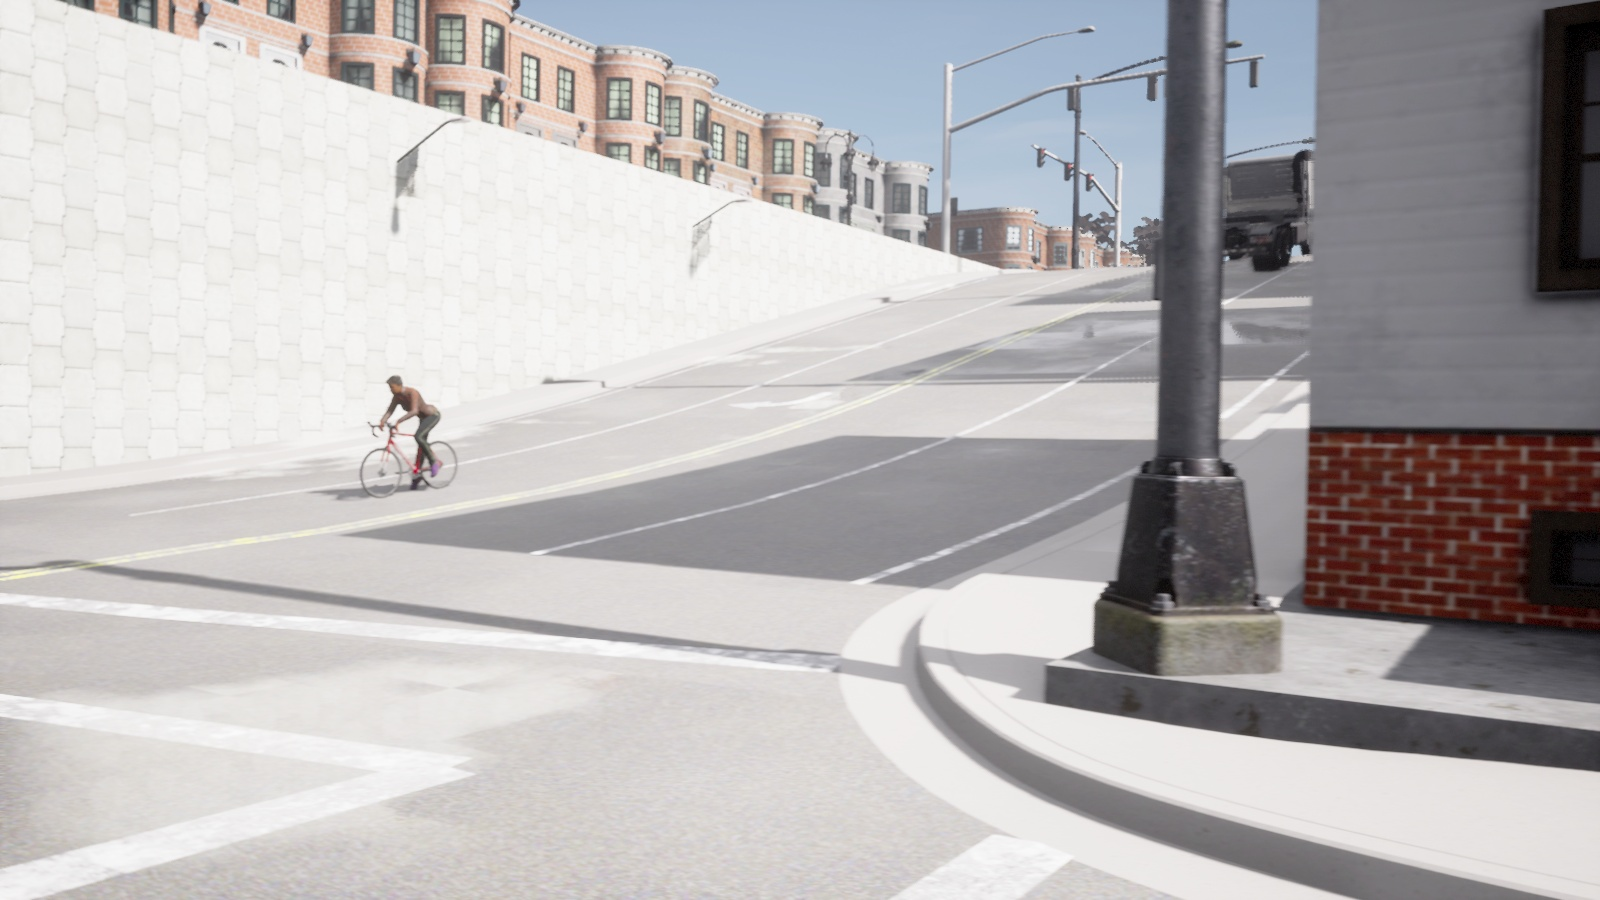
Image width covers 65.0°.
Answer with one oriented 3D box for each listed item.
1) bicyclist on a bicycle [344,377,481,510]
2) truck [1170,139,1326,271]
[{"bbox_3d":[-5.229,-0.120,17.042,0.582,1.620,1.656,1,7,33],"label":"bicyclist on a bicycle"},{"bbox_3d":[14.810,-8.118,41.023,2.891,3.462,7.936,1,13,33],"label":"truck"}]
